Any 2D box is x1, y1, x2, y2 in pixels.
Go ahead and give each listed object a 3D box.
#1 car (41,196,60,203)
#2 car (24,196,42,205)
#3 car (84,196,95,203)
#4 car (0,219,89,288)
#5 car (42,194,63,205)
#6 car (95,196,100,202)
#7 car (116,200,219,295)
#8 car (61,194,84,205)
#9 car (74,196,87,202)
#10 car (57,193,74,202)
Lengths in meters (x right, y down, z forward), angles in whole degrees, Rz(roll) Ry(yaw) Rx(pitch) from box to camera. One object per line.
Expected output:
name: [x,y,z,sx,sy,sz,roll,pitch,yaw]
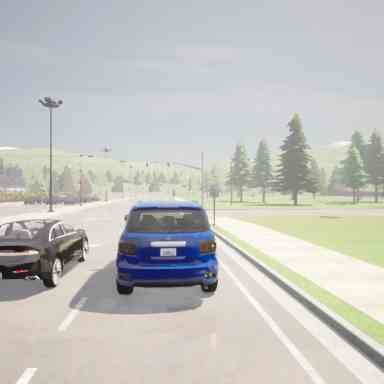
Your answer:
car: [-29.203,1.532,68.867,2.128,1.511,4.902,0,0,-5]
car: [-28.455,1.511,59.765,1.837,1.490,4.892,0,0,-4]
car: [-22.167,1.485,68.750,1.882,1.535,5.008,0,0,-5]
car: [-4.207,1.493,9.184,2.128,1.511,4.902,0,0,-5]
car: [-25.018,1.511,60.576,1.837,1.490,4.892,0,0,-4]
car: [-23.031,1.560,78.802,1.994,1.385,4.181,0,0,-5]
car: [-0.673,1.223,8.932,2.150,2.045,5.566,0,0,-5]
car: [-21.442,1.532,59.694,1.812,1.442,4.674,0,0,-4]
car: [-26.625,1.560,79.751,1.994,1.385,4.181,0,0,-5]
car: [-30.096,1.233,79.262,2.150,2.045,5.566,0,0,-5]
